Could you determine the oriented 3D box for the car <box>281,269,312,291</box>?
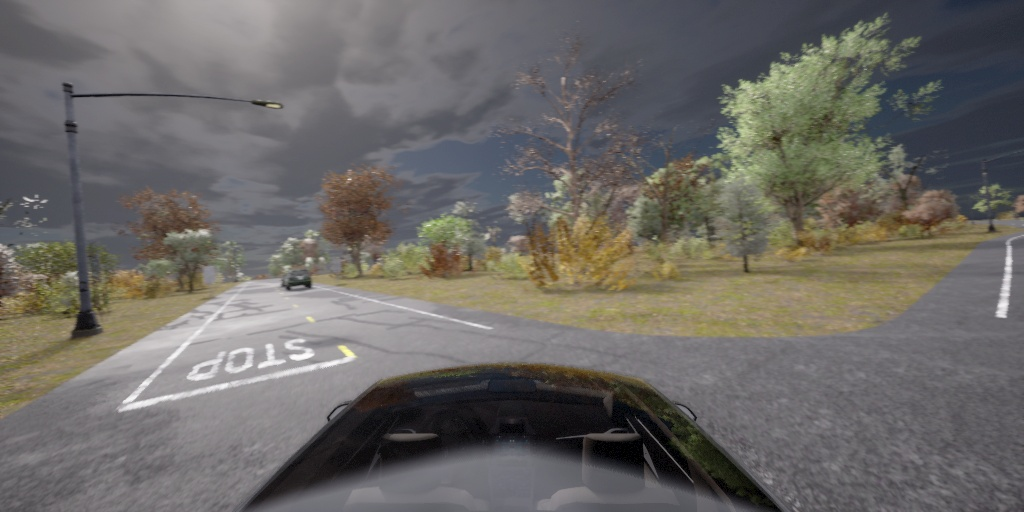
[{"bbox_3d":[-22.653,2.459,37.954,2.150,2.045,5.566,-5,0,-35],"label":"car"}]

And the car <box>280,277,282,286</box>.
[{"bbox_3d":[-29.019,3.030,47.003,2.097,1.767,4.553,-5,0,-35],"label":"car"}]
